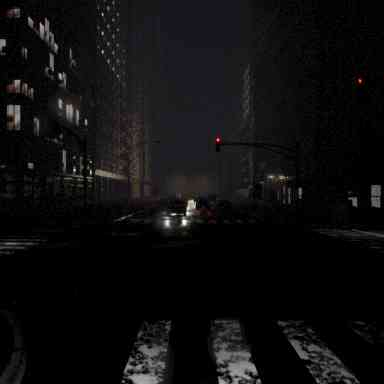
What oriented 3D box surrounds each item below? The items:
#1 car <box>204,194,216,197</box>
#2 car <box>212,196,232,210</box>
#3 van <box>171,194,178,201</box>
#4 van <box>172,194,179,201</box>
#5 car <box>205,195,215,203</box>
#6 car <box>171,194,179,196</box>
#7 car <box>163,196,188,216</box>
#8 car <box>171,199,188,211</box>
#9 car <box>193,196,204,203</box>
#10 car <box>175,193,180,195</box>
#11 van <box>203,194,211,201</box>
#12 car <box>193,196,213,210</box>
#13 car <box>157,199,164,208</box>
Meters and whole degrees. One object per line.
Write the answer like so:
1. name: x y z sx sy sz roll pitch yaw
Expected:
1. car: 3.769 1.313 63.929 2.192 1.841 5.009 0 0 0
2. car: 3.917 1.579 41.820 1.947 1.339 4.313 0 0 0
3. van: -4.185 1.321 80.477 1.690 1.788 3.998 0 0 0
4. van: -4.210 1.315 86.004 1.690 1.788 3.998 0 0 0
5. car: 3.744 1.432 69.457 1.967 1.590 4.097 0 0 0
6. car: -4.111 1.564 63.894 1.947 1.339 4.313 0 0 0
7. car: -1.507 1.494 33.319 1.882 1.535 5.008 0 0 0
8. car: -1.540 1.614 42.680 1.895 1.301 4.718 0 0 0
9. car: 1.287 1.541 68.014 2.033 1.411 5.357 0 0 0
10. car: -4.160 1.426 74.949 1.967 1.590 4.097 0 0 0
11. van: 3.695 1.321 80.512 1.690 1.788 3.998 0 0 0
12. car: 1.378 1.538 42.567 1.812 1.442 4.674 0 0 0
13. car: -4.037 1.593 47.311 1.802 1.307 4.206 0 0 0
